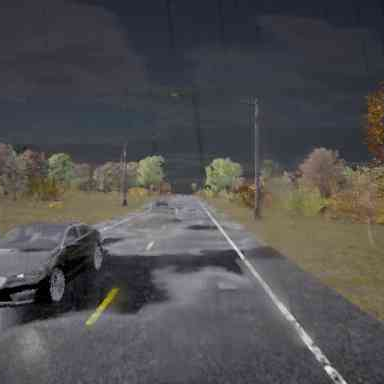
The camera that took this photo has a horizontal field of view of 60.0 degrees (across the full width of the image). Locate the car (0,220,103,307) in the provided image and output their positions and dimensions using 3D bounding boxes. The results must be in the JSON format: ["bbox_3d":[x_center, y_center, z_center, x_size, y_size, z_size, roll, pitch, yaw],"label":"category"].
[{"bbox_3d":[-3.601,1.491,8.190,2.128,1.511,4.902,0,0,0],"label":"car"}]

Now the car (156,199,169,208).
[{"bbox_3d":[-4.423,1.621,49.332,1.895,1.301,4.718,0,0,-6],"label":"car"}]
